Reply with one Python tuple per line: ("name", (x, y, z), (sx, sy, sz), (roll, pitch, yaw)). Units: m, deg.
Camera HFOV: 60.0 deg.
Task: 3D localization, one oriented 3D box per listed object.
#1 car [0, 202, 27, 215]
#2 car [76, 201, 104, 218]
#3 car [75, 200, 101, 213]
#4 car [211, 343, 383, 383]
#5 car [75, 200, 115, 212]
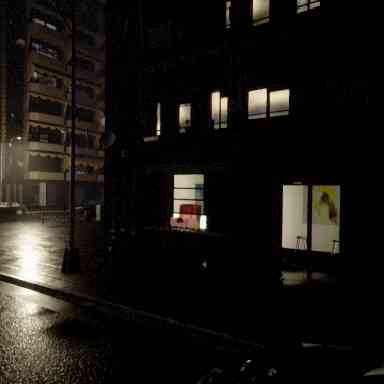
("car", (-18.453, 1.624, 32.420), (2.008, 1.369, 4.403), (1, 0, 36))
("car", (-8.425, 1.823, 31.998), (1.947, 1.339, 4.313), (1, 0, 36))
("car", (-11.364, 1.678, 37.814), (2.128, 1.511, 4.902), (1, 0, 36))
("car", (1.995, 1.551, 1.610), (4.403, 1.369, 2.008), (0, 1, 35))
("car", (-11.978, 1.709, 41.394), (1.887, 1.381, 4.507), (1, 0, 36))
